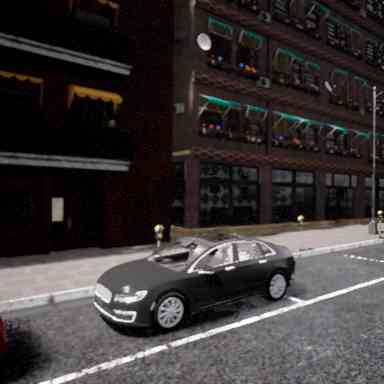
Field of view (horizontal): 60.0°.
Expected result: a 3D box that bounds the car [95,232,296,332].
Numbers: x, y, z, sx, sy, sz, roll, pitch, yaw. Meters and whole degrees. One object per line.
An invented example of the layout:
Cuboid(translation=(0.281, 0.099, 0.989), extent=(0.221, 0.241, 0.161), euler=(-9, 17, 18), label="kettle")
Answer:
Cuboid(translation=(0.281, 1.555, 6.746), extent=(4.403, 1.369, 2.008), euler=(0, 1, -35), label="car")

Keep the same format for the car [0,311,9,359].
Cuboid(translation=(-4.327, 1.438, 3.457), extent=(4.097, 1.590, 1.967), euler=(0, 1, -35), label="car")
